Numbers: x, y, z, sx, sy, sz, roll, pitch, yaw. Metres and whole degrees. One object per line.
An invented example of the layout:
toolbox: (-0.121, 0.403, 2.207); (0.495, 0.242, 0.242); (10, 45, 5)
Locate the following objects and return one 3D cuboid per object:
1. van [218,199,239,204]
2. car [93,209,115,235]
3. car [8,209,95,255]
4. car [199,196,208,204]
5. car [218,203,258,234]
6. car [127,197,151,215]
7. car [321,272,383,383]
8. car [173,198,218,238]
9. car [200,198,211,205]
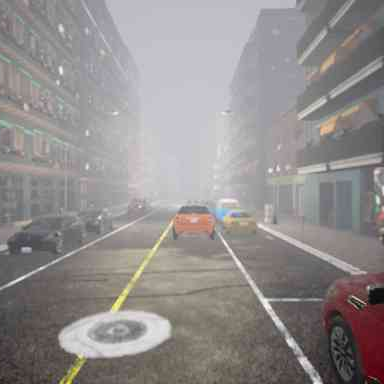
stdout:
van: (2.664, 1.444, 25.010); (1.690, 1.788, 3.998); (-1, 0, 0)
car: (-5.710, 1.645, 19.323); (1.947, 1.339, 4.313); (-1, 0, 0)
car: (-5.707, 1.622, 13.639); (1.947, 1.339, 4.313); (-1, 0, 0)
car: (2.641, 1.782, 76.171); (1.967, 1.590, 4.097); (-1, 0, 0)
car: (2.669, 1.604, 19.494); (1.752, 1.417, 4.829); (-1, 0, 0)
car: (-5.722, 1.469, 36.379); (2.192, 1.841, 5.009); (-1, 0, 0)
car: (2.675, 1.324, 2.271); (2.192, 1.841, 5.009); (-1, 0, 0)
car: (0.092, 1.426, 18.176); (2.097, 1.767, 4.553); (0, 0, 0)
car: (2.648, 1.831, 64.801); (1.887, 1.381, 4.507); (-1, 0, 0)
